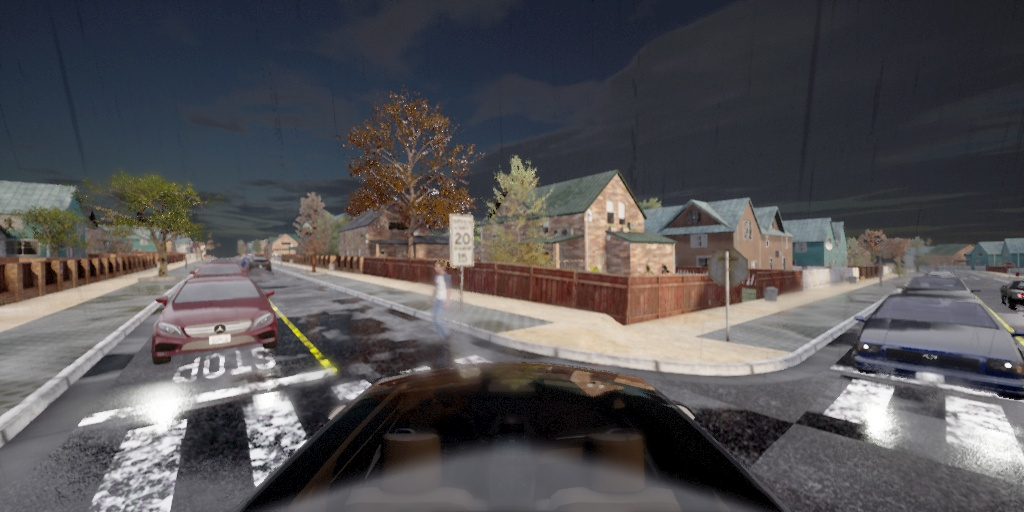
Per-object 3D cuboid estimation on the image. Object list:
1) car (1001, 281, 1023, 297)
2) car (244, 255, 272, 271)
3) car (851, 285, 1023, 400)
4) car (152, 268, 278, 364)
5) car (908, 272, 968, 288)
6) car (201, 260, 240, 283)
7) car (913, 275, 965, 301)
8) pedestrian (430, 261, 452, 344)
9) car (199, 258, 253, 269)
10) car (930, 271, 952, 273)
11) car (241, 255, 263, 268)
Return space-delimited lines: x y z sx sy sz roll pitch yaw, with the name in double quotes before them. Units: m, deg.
"car" 24.190 1.775 16.507 4.718 1.301 1.895 1 -1 -40
"car" -25.692 0.789 36.379 1.837 1.490 4.892 -1 1 -39
"car" 8.350 1.483 7.120 5.357 1.411 2.033 1 -1 -40
"car" -6.610 1.184 8.125 1.812 1.442 4.674 -1 1 -39
"car" 16.970 1.591 14.331 4.902 1.511 2.128 1 -1 -40
"car" -20.269 0.991 25.024 1.994 1.385 4.181 -1 1 -38
"car" 25.937 1.870 21.821 4.718 1.301 1.895 1 -1 -40
"pedestrian" -1.481 0.960 7.853 0.375 1.860 0.375 1 -1 -39
"car" -13.183 1.022 16.245 1.882 1.535 5.008 -1 1 -39
"car" 37.987 2.020 31.783 4.674 1.442 1.812 1 -1 -40
"car" -32.776 0.659 45.126 1.882 1.535 5.008 -1 1 -39
